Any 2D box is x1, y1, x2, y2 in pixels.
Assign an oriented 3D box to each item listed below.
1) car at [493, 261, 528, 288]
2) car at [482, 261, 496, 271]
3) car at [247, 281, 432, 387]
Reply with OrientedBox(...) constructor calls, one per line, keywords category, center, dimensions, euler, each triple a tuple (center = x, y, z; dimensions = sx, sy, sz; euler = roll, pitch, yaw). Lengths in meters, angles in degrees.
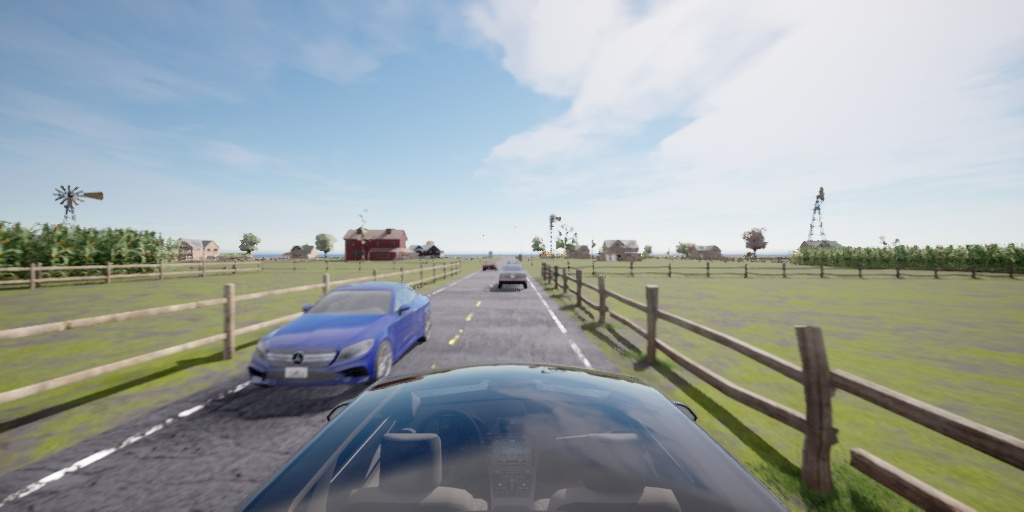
OrientedBox(category="car", center=(0.058, 1.266, 23.612), dimensions=(2.033, 1.411, 5.357), euler=(0, 0, 0))
OrientedBox(category="car", center=(-2.837, 1.281, 46.615), dimensions=(1.895, 1.301, 4.718), euler=(0, 0, 0))
OrientedBox(category="car", center=(-2.839, 1.268, 7.060), dimensions=(1.812, 1.442, 4.674), euler=(0, 0, 0))
